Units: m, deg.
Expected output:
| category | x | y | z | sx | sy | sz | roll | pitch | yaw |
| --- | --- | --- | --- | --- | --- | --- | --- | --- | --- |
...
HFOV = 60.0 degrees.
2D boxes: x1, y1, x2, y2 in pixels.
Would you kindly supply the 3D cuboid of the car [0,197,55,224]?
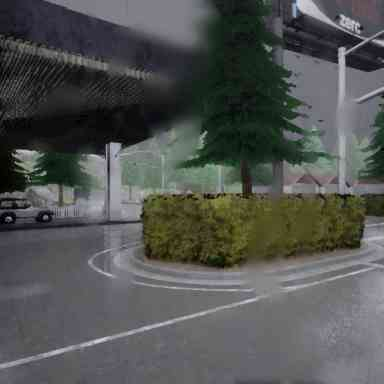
| category | x | y | z | sx | sy | sz | roll | pitch | yaw |
| --- | --- | --- | --- | --- | --- | --- | --- | --- | --- |
| car | -11.923 | 1.313 | 23.509 | 3.866 | 1.878 | 1.905 | 0 | 0 | -36 |
